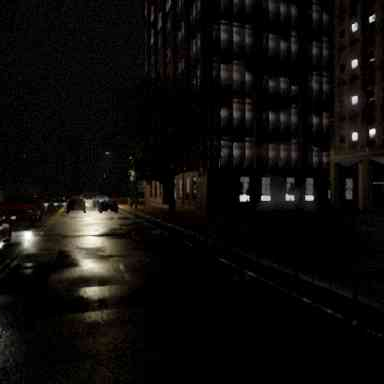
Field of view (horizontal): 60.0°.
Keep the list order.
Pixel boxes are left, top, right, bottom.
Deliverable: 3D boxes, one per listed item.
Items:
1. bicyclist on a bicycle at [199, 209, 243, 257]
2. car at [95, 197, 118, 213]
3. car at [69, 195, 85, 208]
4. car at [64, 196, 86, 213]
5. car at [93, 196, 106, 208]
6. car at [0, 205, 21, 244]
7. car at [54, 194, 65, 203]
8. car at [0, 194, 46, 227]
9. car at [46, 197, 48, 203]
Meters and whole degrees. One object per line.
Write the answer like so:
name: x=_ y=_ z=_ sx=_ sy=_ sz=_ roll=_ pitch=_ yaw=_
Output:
bicyclist on a bicycle: x=0.992 y=1.388 z=11.328 sx=1.656 sy=1.620 sz=0.582 roll=-1 pitch=0 yaw=-19
car: x=-9.109 y=1.567 z=35.867 sx=1.895 sy=1.301 sz=4.718 roll=0 pitch=0 yaw=-18
car: x=-16.484 y=1.306 z=47.774 sx=2.097 sy=1.767 sz=4.553 roll=0 pitch=0 yaw=-18
car: x=-12.708 y=1.444 z=36.606 sx=1.882 sy=1.535 sz=5.008 roll=0 pitch=0 yaw=-19
car: x=-13.220 y=1.306 z=48.133 sx=2.097 sy=1.767 sz=4.553 roll=0 pitch=0 yaw=-18
car: x=-8.350 y=1.481 z=12.903 sx=2.128 sy=1.511 sz=4.902 roll=0 pitch=0 yaw=-19
car: x=-26.107 y=1.286 z=65.840 sx=2.097 sy=1.767 sz=4.553 roll=0 pitch=0 yaw=-19
car: x=-11.685 y=1.201 z=22.815 sx=2.150 sy=2.045 sz=5.566 roll=0 pitch=0 yaw=-18
car: x=-29.176 y=1.456 z=64.772 sx=1.812 sy=1.442 sz=4.674 roll=0 pitch=0 yaw=-19
